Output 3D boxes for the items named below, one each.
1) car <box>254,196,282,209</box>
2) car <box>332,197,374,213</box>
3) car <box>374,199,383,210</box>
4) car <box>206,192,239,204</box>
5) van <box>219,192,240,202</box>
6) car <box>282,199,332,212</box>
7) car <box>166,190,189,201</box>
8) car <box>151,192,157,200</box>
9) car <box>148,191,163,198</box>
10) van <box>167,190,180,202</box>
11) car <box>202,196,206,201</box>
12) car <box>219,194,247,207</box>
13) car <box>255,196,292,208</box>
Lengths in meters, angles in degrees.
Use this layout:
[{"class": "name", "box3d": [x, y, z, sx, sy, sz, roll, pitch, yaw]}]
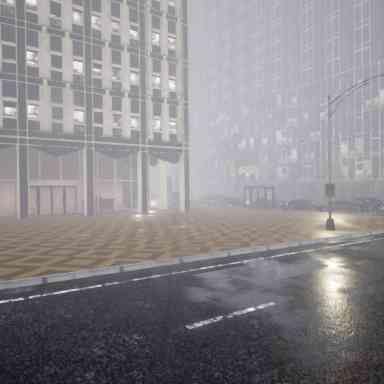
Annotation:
[{"class": "car", "box3d": [9.285, 1.388, 41.003, 1.802, 1.307, 4.206, 0, 1, -34]}, {"class": "car", "box3d": [16.413, 1.405, 35.308, 1.994, 1.385, 4.181, -1, 1, -34]}, {"class": "car", "box3d": [18.813, 1.291, 37.471, 1.837, 1.490, 4.892, -1, 1, -34]}, {"class": "car", "box3d": [4.851, 1.159, 52.339, 1.837, 1.490, 4.892, -1, 1, -34]}, {"class": "van", "box3d": [6.723, 0.855, 59.872, 1.690, 1.788, 3.998, 0, 1, -34]}, {"class": "car", "box3d": [12.467, 1.423, 36.291, 1.947, 1.339, 4.313, 0, 1, -34]}, {"class": "car", "box3d": [-3.063, 0.650, 69.641, 2.150, 2.045, 5.566, -1, 1, -34]}, {"class": "car", "box3d": [-9.794, 1.039, 69.266, 2.008, 1.369, 4.403, 0, 1, -34]}, {"class": "car", "box3d": [-9.254, 0.686, 83.374, 1.967, 1.590, 4.097, 0, 1, -34]}, {"class": "van", "box3d": [-3.402, 0.937, 59.863, 1.690, 1.788, 3.998, 0, 1, -34]}, {"class": "car", "box3d": [3.528, 1.043, 64.575, 1.802, 1.307, 4.206, 0, 1, -34]}, {"class": "car", "box3d": [6.138, 1.319, 45.736, 1.947, 1.339, 4.313, 0, 1, -34]}, {"class": "car", "box3d": [10.675, 1.275, 43.745, 1.812, 1.442, 4.674, -1, 1, -34]}]
